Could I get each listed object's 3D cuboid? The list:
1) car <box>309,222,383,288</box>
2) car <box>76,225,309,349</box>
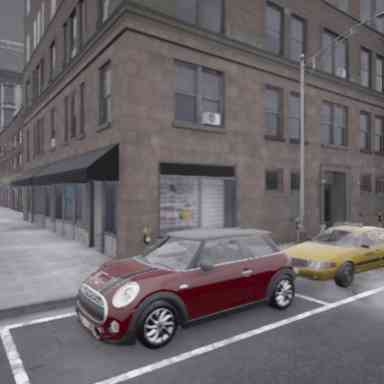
[{"bbox_3d":[4.375,1.549,9.300,4.829,1.417,1.752,0,0,-35],"label":"car"},{"bbox_3d":[0.019,1.450,6.199,4.097,1.590,1.967,0,0,-35],"label":"car"}]
